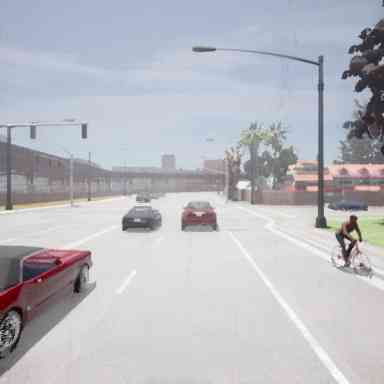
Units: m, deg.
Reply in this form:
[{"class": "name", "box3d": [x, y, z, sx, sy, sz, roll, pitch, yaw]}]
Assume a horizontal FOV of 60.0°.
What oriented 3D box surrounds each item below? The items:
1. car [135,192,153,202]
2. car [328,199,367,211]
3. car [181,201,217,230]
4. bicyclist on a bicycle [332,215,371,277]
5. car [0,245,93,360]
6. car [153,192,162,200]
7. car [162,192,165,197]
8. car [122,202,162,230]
[{"class": "car", "box3d": [-9.459, 1.037, 64.541, 2.150, 2.045, 5.566, 0, 1, 1]}, {"class": "car", "box3d": [18.305, 1.552, 39.174, 4.181, 1.385, 1.994, 0, 0, -1]}, {"class": "car", "box3d": [0.447, 1.345, 21.291, 2.097, 1.767, 4.553, 0, 0, 1]}, {"class": "bicyclist on a bicycle", "box3d": [4.397, 1.450, 9.265, 0.582, 1.620, 1.656, 0, 0, -11]}, {"class": "car", "box3d": [-3.341, 1.599, 5.890, 1.895, 1.301, 4.718, 0, 0, 2]}, {"class": "car", "box3d": [-9.159, 1.139, 80.095, 2.033, 1.411, 5.357, 0, 1, 1]}, {"class": "car", "box3d": [-8.909, 0.844, 94.951, 1.994, 1.385, 4.181, 0, 1, 1]}, {"class": "car", "box3d": [-3.058, 1.558, 20.851, 1.994, 1.385, 4.181, 0, 0, 1]}]
